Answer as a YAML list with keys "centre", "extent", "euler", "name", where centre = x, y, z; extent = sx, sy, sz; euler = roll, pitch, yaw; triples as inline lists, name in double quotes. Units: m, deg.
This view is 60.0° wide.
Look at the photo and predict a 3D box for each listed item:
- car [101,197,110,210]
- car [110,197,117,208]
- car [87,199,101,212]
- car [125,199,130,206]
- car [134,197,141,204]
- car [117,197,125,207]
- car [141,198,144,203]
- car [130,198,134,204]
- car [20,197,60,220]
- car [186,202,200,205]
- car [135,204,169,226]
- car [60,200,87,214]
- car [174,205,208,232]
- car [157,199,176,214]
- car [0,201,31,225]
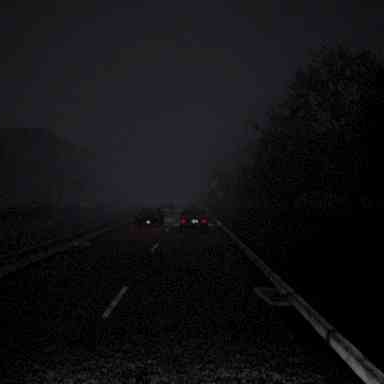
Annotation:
- centre: [-15.170, 1.907, 53.405]
  extent: [2.185, 1.767, 4.553]
  euler: [0, -1, 0]
  name: "car"
- centre: [-15.193, 2.091, 58.711]
  extent: [1.946, 1.575, 5.366]
  euler: [0, -1, 0]
  name: "car"
- centre: [-15.145, 1.964, 47.662]
  extent: [1.946, 1.575, 5.366]
  euler: [0, -1, 0]
  name: "car"
- centre: [-15.245, 2.225, 70.077]
  extent: [2.231, 1.521, 4.892]
  euler: [0, -1, 0]
  name: "car"
- centre: [-15.316, 2.408, 86.459]
  extent: [1.946, 1.575, 5.366]
  euler: [0, -1, 0]
  name: "car"
- centre: [-15.218, 1.907, 64.396]
  extent: [2.435, 2.045, 5.566]
  euler: [0, -1, 0]
  name: "car"
- centre: [-15.339, 2.352, 92.203]
  extent: [2.185, 1.767, 4.553]
  euler: [0, -1, 0]
  name: "car"
- centre: [-15.267, 2.288, 75.602]
  extent: [2.231, 1.521, 4.892]
  euler: [0, -1, 0]
  name: "car"
- centre: [-15.073, 1.530, 31.373]
  extent: [2.435, 2.045, 5.566]
  euler: [0, -1, 0]
  name: "car"
- centre: [0.101, 2.056, 43.741]
  extent: [1.994, 1.385, 4.181]
  euler: [0, -1, 0]
  name: "car"
- centre: [-3.150, 1.896, 26.175]
  extent: [1.895, 1.301, 4.718]
  euler: [0, -1, 0]
  name: "car"
- centre: [-15.170, 1.890, 40.790]
  extent: [2.231, 1.521, 4.892]
  euler: [0, -1, 0]
  name: "car"
- centre: [0.099, 1.794, 21.825]
  extent: [2.033, 1.411, 5.357]
  euler: [0, -1, 0]
  name: "car"
- centre: [-3.149, 1.979, 43.264]
  extent: [2.128, 1.511, 4.902]
  euler: [0, -1, 0]
  name: "car"
- centre: [-15.049, 1.719, 25.880]
  extent: [2.231, 1.521, 4.892]
  euler: [0, -1, 0]
  name: "car"
